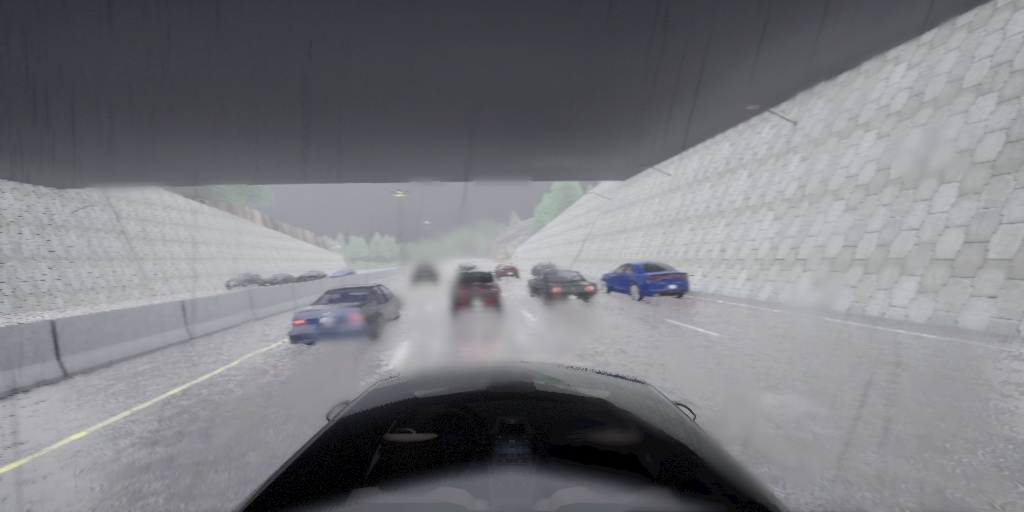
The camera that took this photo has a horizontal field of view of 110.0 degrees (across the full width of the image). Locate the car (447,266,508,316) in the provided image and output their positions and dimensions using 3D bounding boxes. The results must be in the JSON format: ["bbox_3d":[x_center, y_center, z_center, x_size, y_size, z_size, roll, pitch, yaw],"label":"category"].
[{"bbox_3d":[-1.458,1.340,14.200,1.837,1.490,4.892,-3,0,-8],"label":"car"}]

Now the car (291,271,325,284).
[{"bbox_3d":[-22.922,2.456,41.208,1.882,1.535,5.008,-3,0,-8],"label":"car"}]

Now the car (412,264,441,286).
[{"bbox_3d":[-7.234,1.493,30.468,2.097,1.767,4.553,-3,0,-8],"label":"car"}]

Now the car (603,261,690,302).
[{"bbox_3d":[5.441,0.967,15.342,1.882,1.535,5.008,-3,0,-8],"label":"car"}]

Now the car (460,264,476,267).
[{"bbox_3d":[-3.807,1.475,31.255,1.837,1.490,4.892,-3,0,-8],"label":"car"}]

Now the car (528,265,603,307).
[{"bbox_3d":[1.934,1.266,15.235,1.895,1.301,4.718,-3,0,-8],"label":"car"}]

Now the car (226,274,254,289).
[{"bbox_3d":[-29.846,2.821,40.251,2.128,1.511,4.902,-3,0,-8],"label":"car"}]

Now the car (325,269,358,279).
[{"bbox_3d":[-19.460,2.266,41.686,1.882,1.535,5.008,-3,0,-8],"label":"car"}]

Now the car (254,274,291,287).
[{"bbox_3d":[-26.380,2.715,40.729,2.033,1.411,5.357,-3,0,-8],"label":"car"}]

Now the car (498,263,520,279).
[{"bbox_3d":[-0.498,1.330,32.765,1.812,1.442,4.674,-3,0,-8],"label":"car"}]

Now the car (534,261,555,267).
[{"bbox_3d":[3.029,1.191,32.894,1.994,1.385,4.181,-3,0,-8],"label":"car"}]

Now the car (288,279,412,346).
[{"bbox_3d":[-4.482,1.531,10.540,2.033,1.411,5.357,-3,0,-8],"label":"car"}]
